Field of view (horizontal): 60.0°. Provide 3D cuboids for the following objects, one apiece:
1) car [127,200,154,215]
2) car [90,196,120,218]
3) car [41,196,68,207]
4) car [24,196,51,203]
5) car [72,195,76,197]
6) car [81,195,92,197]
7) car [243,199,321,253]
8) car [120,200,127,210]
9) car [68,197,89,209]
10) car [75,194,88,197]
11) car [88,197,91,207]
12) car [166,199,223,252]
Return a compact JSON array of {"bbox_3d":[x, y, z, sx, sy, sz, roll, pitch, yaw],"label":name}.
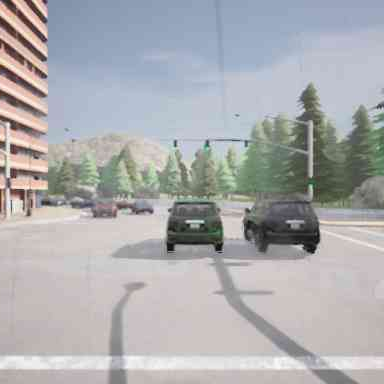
[{"bbox_3d":[-5.413,1.619,35.824,2.033,1.411,5.357,0,0,-18],"label":"car"},{"bbox_3d":[-8.017,1.414,30.998,2.097,1.767,4.553,0,0,-13],"label":"car"},{"bbox_3d":[-22.984,1.600,54.169,4.902,1.511,2.128,0,0,34],"label":"car"},{"bbox_3d":[-32.146,1.532,69.291,5.008,1.535,1.882,0,0,9],"label":"car"},{"bbox_3d":[-23.227,1.642,58.409,4.674,1.442,1.812,0,0,31],"label":"car"},{"bbox_3d":[-15.266,1.668,52.456,4.181,1.385,1.994,0,0,45],"label":"car"},{"bbox_3d":[3.598,1.290,14.264,2.150,2.045,5.566,0,0,0],"label":"car"},{"bbox_3d":[-9.355,1.690,44.568,1.895,1.301,4.718,0,0,-31],"label":"car"},{"bbox_3d":[-15.530,1.695,47.266,1.895,1.301,4.718,0,0,-40],"label":"car"},{"bbox_3d":[-21.821,1.648,61.438,4.674,1.442,1.812,0,0,28],"label":"car"},{"bbox_3d":[-10.627,1.583,39.408,1.837,1.490,4.892,0,0,-26],"label":"car"},{"bbox_3d":[0.098,1.295,14.372,2.150,2.045,5.566,0,0,0],"label":"car"}]
